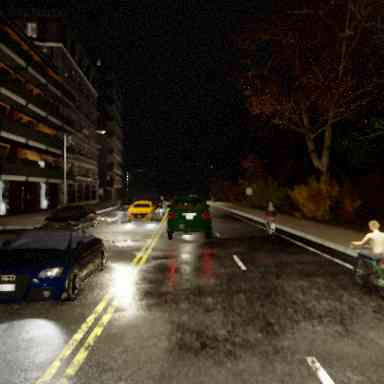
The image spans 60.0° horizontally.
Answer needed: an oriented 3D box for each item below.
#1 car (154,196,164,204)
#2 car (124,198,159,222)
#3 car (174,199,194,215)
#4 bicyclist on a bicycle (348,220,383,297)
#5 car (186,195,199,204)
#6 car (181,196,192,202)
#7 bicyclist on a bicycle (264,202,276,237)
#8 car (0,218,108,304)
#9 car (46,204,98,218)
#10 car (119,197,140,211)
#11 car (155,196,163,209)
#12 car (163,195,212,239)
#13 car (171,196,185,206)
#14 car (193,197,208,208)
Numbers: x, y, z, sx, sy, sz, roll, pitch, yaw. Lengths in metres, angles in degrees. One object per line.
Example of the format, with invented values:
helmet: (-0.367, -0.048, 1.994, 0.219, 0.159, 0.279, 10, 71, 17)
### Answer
car: (-6.286, 1.495, 63.221, 1.812, 1.442, 4.674, 0, 0, -5)
car: (-3.953, 1.508, 26.827, 1.882, 1.535, 5.008, 0, 0, -2)
car: (-0.947, 1.582, 36.353, 2.033, 1.411, 5.357, 0, 0, -3)
bicyclist on a bicycle: (4.099, 1.443, 7.585, 0.866, 1.612, 1.509, 0, 0, -1)
car: (0.090, 1.398, 65.034, 2.097, 1.767, 4.553, 0, 0, -5)
car: (-1.313, 1.589, 78.129, 2.033, 1.411, 5.357, 0, 0, -7)
bicyclist on a bicycle: (3.890, 1.387, 16.658, 0.659, 1.776, 1.843, 0, 0, -1)
car: (-3.437, 1.575, 8.125, 1.994, 1.385, 4.181, 0, 0, -1)
car: (-6.937, 1.502, 19.413, 1.882, 1.535, 5.008, 0, 0, -2)
car: (-7.945, 1.551, 41.595, 1.837, 1.490, 4.892, 0, -1, -3)
car: (-4.980, 1.522, 45.889, 1.882, 1.535, 5.008, 0, 0, -4)
car: (-0.182, 1.242, 17.751, 2.150, 2.045, 5.566, 0, 0, -2)
car: (-2.512, 1.538, 58.413, 2.128, 1.511, 4.902, 0, 0, -5)
car: (1.241, 1.518, 51.620, 1.882, 1.535, 5.008, 0, 0, -4)
